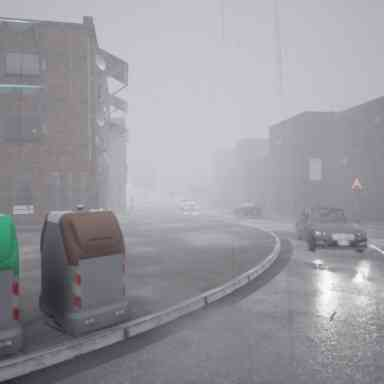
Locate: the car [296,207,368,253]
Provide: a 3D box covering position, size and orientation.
[{"bbox_3d":[5.284,1.369,13.079,2.128,1.511,4.902,0,0,10],"label":"car"}]

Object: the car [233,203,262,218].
[{"bbox_3d":[5.904,1.888,36.205,1.882,1.535,5.008,-1,0,-11],"label":"car"}]

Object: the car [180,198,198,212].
[{"bbox_3d":[-0.605,1.980,52.711,2.150,2.045,5.566,-1,0,-11],"label":"car"}]
